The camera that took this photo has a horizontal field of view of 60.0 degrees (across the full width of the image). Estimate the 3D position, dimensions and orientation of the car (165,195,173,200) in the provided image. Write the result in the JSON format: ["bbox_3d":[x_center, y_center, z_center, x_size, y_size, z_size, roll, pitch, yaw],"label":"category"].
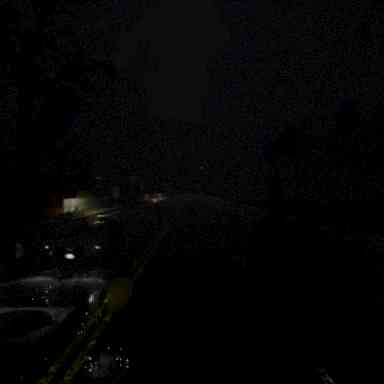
[{"bbox_3d":[-6.492,1.483,95.385,1.994,1.385,4.181,0,0,0],"label":"car"}]

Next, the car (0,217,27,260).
[{"bbox_3d":[-6.597,1.501,9.583,1.837,1.490,4.892,0,0,0],"label":"car"}]

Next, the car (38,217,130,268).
[{"bbox_3d":[-3.346,1.560,11.070,1.994,1.385,4.181,0,0,0],"label":"car"}]
